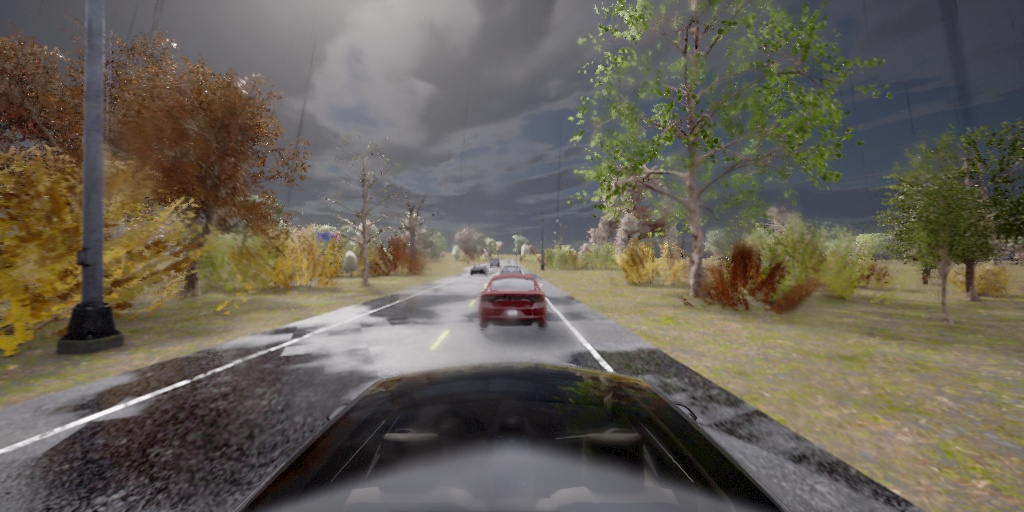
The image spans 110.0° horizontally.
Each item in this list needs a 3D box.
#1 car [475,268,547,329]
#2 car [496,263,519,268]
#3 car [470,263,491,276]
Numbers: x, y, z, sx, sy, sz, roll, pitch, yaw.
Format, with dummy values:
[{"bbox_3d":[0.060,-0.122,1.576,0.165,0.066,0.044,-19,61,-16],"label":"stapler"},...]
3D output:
[{"bbox_3d":[0.037,1.315,11.618,1.882,1.535,5.008,0,0,0],"label":"car"},{"bbox_3d":[-0.058,1.551,30.332,2.033,1.411,5.357,0,0,0],"label":"car"},{"bbox_3d":[-3.861,1.703,42.417,1.895,1.301,4.718,0,0,-1],"label":"car"}]
